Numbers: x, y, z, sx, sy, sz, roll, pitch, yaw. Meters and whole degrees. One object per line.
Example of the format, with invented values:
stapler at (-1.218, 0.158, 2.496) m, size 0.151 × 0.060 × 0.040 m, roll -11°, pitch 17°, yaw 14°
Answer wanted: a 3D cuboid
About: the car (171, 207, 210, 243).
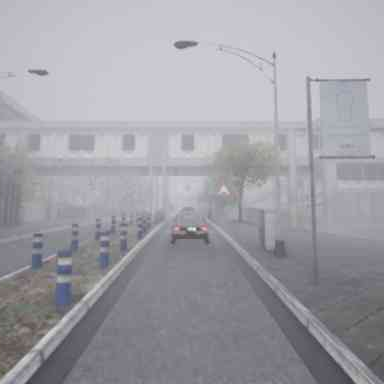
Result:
car at (-0.113, 1.713, 16.967) m, size 2.033 × 1.411 × 5.357 m, roll 0°, pitch -1°, yaw -1°
